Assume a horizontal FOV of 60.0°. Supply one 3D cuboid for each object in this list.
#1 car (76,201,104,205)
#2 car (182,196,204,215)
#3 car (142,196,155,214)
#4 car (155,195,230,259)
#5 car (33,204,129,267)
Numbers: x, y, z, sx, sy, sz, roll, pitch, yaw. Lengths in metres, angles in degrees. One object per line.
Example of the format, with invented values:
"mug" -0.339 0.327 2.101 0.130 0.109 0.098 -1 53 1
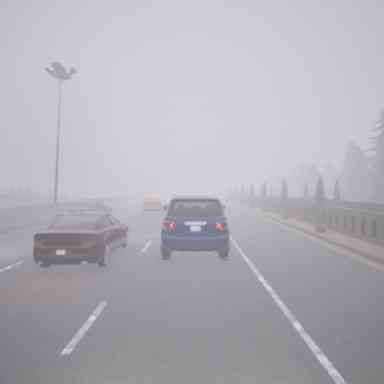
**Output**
"car" -6.904 1.289 22.718 2.033 1.411 5.357 0 1 0
"car" 0.095 1.169 30.079 1.812 1.442 4.674 0 1 0
"car" -3.405 1.113 30.636 1.882 1.535 5.008 0 1 0
"car" 0.098 1.106 12.260 2.150 2.045 5.566 0 1 0
"car" -3.401 1.377 11.093 1.882 1.535 5.008 0 1 0
